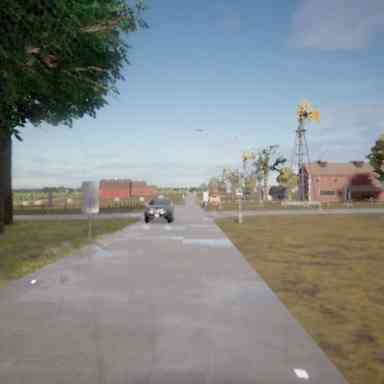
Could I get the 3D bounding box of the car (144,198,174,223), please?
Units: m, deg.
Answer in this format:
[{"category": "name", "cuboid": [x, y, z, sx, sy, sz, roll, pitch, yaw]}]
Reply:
[{"category": "car", "cuboid": [-2.733, 1.521, 28.697, 2.150, 2.045, 5.566, 0, -1, 0]}]
